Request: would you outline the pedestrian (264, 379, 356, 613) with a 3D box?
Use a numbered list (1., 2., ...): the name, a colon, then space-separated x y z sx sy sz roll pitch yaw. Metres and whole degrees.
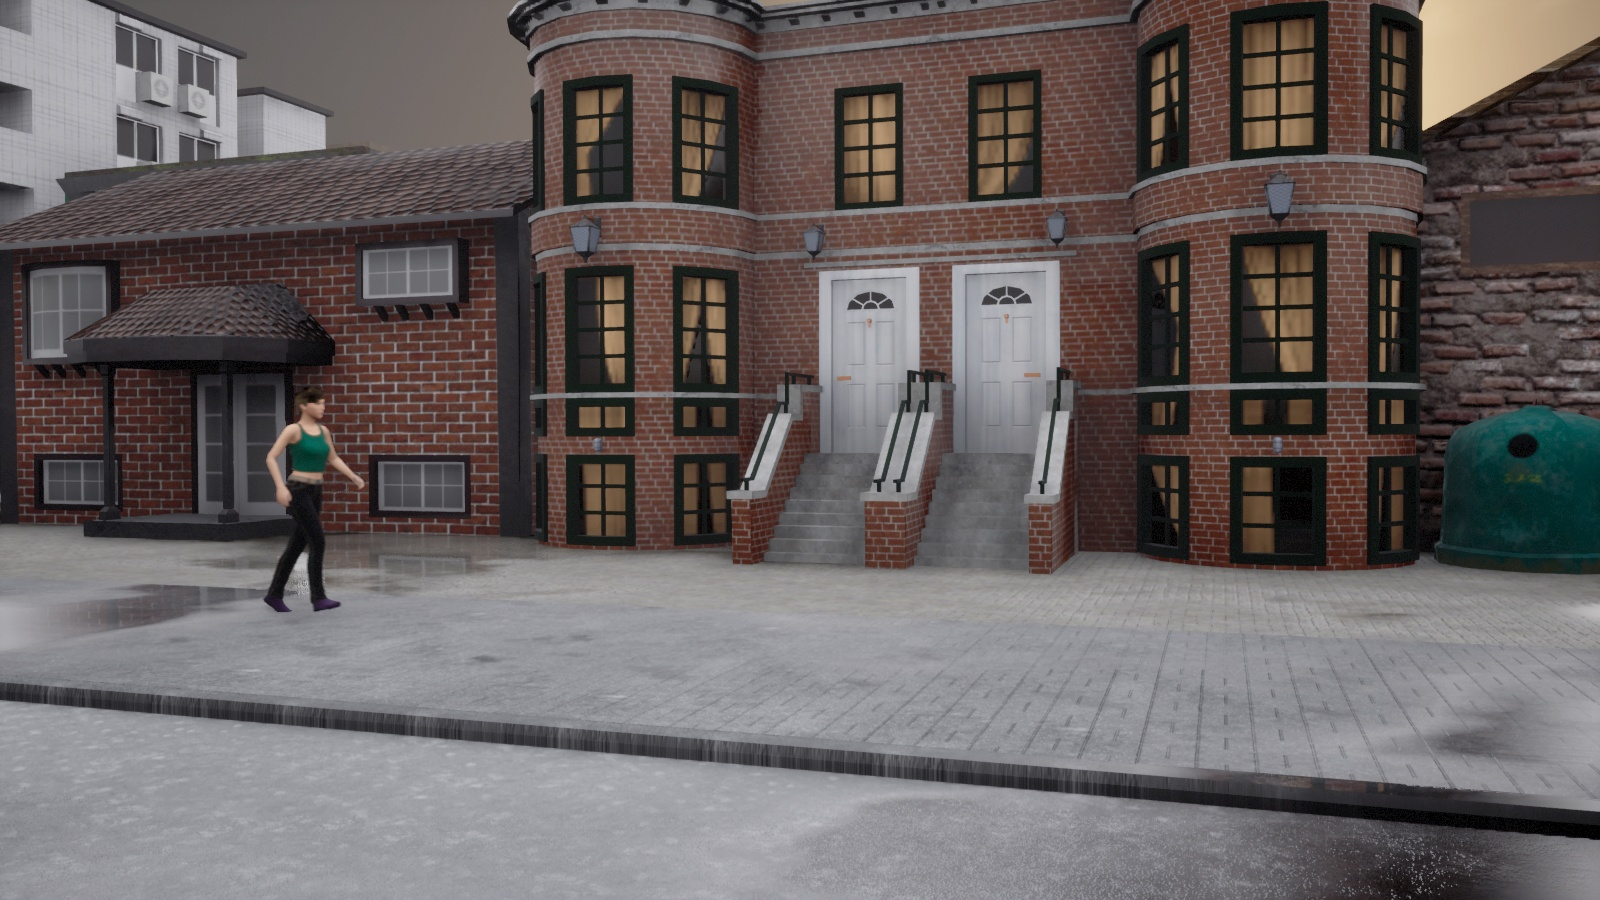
1. pedestrian: -3.934 0.355 10.094 0.594 1.836 0.345 0 1 15
